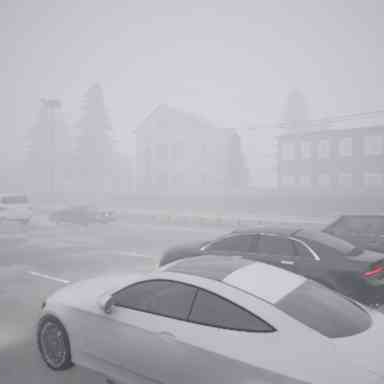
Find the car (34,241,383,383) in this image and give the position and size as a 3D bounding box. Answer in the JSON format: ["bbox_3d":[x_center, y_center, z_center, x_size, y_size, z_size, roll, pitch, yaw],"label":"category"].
[{"bbox_3d":[0.051,1.518,3.956,4.674,1.442,1.812,0,0,36],"label":"car"}]

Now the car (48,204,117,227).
[{"bbox_3d":[-7.341,1.484,22.133,5.357,1.411,2.033,0,0,36],"label":"car"}]

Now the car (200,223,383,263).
[{"bbox_3d":[1.462,1.495,7.249,4.892,1.490,1.837,0,0,36],"label":"car"}]

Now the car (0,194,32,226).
[{"bbox_3d":[-12.619,1.145,21.600,5.566,2.045,2.150,0,0,36],"label":"car"}]

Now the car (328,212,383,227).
[{"bbox_3d":[4.604,1.347,9.306,4.553,1.767,2.097,0,0,36],"label":"car"}]
